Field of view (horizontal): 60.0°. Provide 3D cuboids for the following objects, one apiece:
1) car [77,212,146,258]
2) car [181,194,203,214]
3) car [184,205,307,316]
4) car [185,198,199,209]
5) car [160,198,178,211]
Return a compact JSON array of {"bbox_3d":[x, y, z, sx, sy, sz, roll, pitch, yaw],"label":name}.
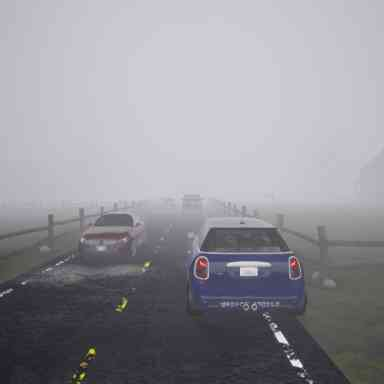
[{"bbox_3d":[-2.877,1.523,12.853,1.812,1.442,4.674,0,0,0],"label":"car"},{"bbox_3d":[0.002,1.226,35.716,2.150,2.045,5.566,0,0,0],"label":"car"},{"bbox_3d":[0.947,1.349,7.682,2.097,1.767,4.553,0,0,0],"label":"car"},{"bbox_3d":[-0.040,1.537,46.361,1.812,1.442,4.674,0,0,0],"label":"car"},{"bbox_3d":[-2.831,1.534,41.921,1.812,1.442,4.674,0,0,0],"label":"car"}]
